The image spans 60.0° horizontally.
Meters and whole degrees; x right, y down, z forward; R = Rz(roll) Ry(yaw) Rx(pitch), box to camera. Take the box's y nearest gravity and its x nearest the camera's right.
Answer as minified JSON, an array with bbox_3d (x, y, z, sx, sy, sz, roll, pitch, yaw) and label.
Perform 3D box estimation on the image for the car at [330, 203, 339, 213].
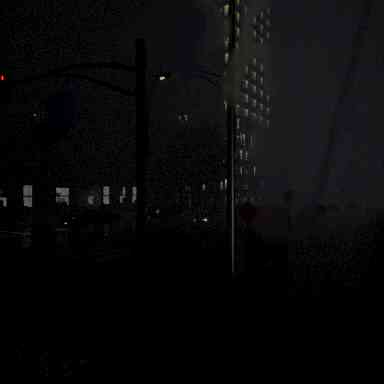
[{"bbox_3d":[22.513,2.529,53.841,1.882,1.535,5.008,0,-1,33],"label":"car"}]

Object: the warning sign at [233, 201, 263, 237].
[{"bbox_3d":[3.127,1.454,18.539,1.300,1.860,1.060,1,1,33],"label":"warning sign"}]

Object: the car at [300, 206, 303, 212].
[{"bbox_3d":[19.360,2.635,54.948,1.895,1.301,4.718,0,-1,33],"label":"car"}]

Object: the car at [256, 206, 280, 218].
[{"bbox_3d":[8.541,2.279,38.095,1.895,1.301,4.718,0,-1,33],"label":"car"}]

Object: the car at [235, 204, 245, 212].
[{"bbox_3d":[7.506,2.386,48.798,1.994,1.385,4.181,0,-1,34],"label":"car"}]

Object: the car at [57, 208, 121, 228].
[{"bbox_3d":[-7.692,1.921,25.228,1.895,1.301,4.718,0,-1,33],"label":"car"}]

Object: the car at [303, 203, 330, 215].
[{"bbox_3d":[16.985,2.375,45.225,1.837,1.490,4.892,0,-1,33],"label":"car"}]

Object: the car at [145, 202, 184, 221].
[{"bbox_3d":[-2.778,1.835,32.872,2.097,1.767,4.553,0,-1,33],"label":"car"}]

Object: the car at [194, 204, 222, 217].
[{"bbox_3d":[2.078,2.169,40.421,1.812,1.442,4.674,0,-1,33],"label":"car"}]

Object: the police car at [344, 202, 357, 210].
[{"bbox_3d":[31.471,2.738,65.848,1.930,1.638,5.238,0,-1,33],"label":"police car"}]
